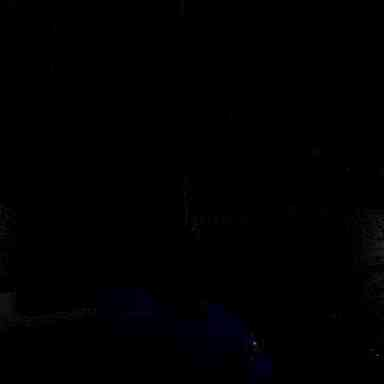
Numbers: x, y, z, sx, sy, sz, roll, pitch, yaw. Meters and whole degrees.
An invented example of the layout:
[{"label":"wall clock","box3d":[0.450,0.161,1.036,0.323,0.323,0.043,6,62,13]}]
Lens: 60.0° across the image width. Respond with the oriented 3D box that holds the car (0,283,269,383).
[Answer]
[{"label":"car","box3d":[-1.437,1.525,2.330,4.674,1.442,1.812,0,0,-36]}]
